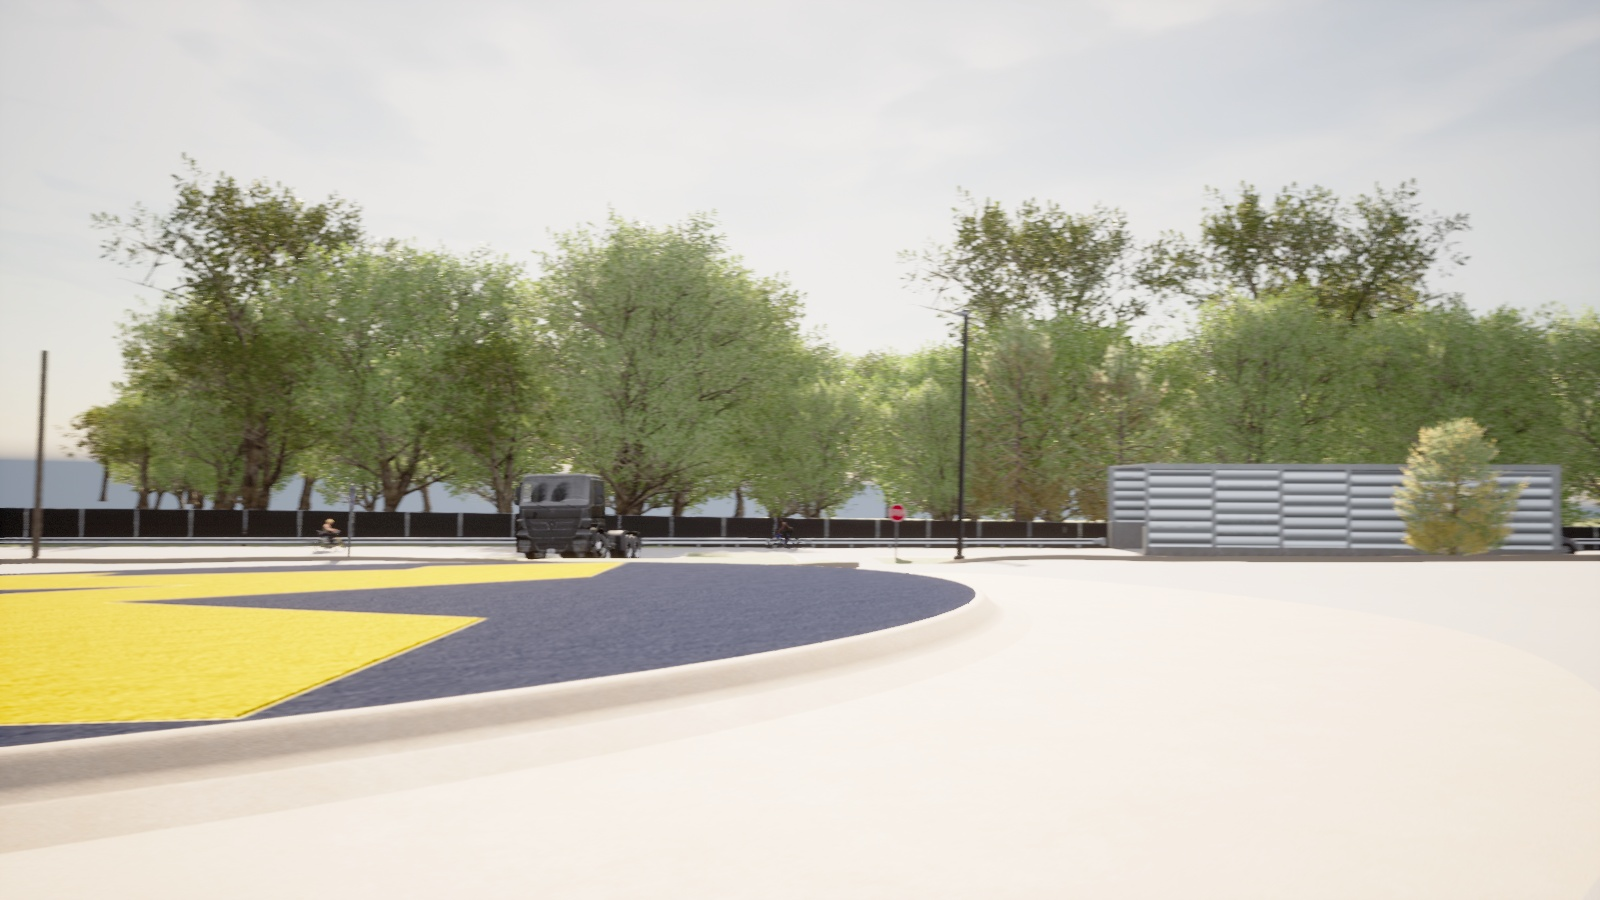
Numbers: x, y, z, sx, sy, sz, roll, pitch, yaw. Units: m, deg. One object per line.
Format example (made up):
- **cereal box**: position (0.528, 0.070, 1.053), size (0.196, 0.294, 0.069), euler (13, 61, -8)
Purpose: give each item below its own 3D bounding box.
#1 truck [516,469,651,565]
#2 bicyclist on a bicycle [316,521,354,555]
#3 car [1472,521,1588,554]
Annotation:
- **truck**: position (-8.373, 2.798, 49.713), size (2.891, 3.462, 7.936), euler (-1, -5, 8)
- **bicyclist on a bicycle**: position (-22.255, 4.216, 60.165), size (1.509, 1.612, 0.866), euler (0, -1, -3)
- **car**: position (35.682, 4.284, 61.473), size (4.514, 1.525, 2.007), euler (0, -1, 2)
